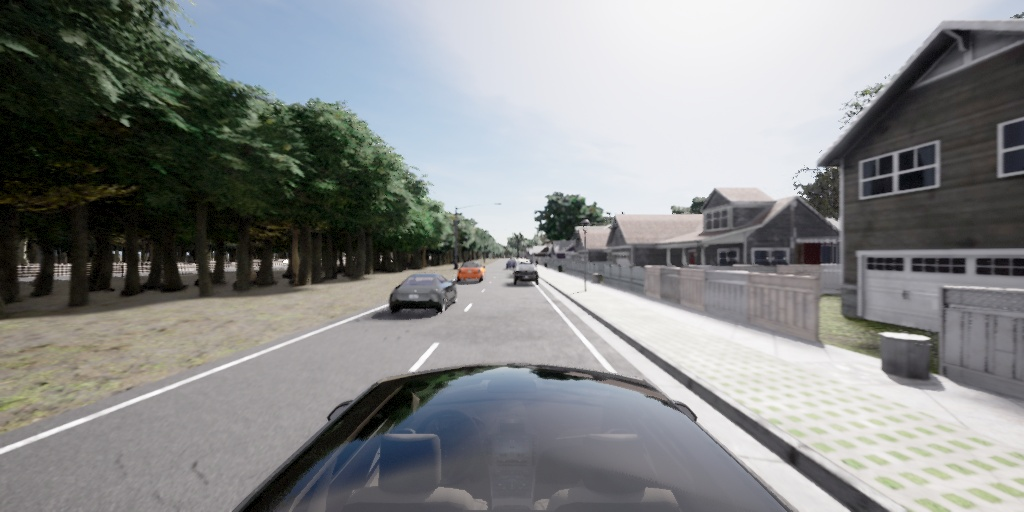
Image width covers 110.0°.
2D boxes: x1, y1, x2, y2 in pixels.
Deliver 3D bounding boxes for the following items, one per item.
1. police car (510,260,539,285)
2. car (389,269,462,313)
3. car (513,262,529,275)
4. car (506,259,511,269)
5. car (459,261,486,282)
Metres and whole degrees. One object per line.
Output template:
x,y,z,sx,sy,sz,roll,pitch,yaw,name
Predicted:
1.047,1.324,28.145,1.930,1.638,5.238,0,0,0,police car
-3.403,1.384,14.421,1.994,1.385,4.181,0,0,0,car
1.046,1.488,44.032,1.812,1.442,4.674,0,0,0,car
-0.004,1.333,61.327,2.097,1.767,4.553,0,0,0,car
-3.405,1.265,30.880,2.097,1.767,4.553,0,0,0,car
